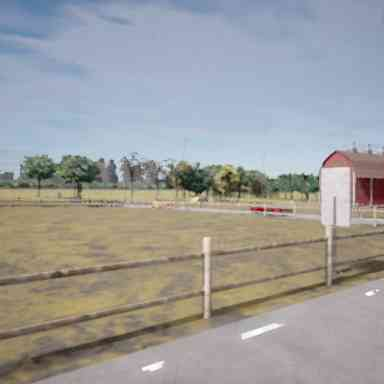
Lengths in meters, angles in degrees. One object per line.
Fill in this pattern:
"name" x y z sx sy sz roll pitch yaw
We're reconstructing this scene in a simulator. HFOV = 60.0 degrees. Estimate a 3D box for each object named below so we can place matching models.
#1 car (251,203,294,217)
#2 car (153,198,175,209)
"car" 8.670 1.911 36.074 1.895 1.301 4.718 0 0 -35
"car" -4.660 1.836 54.909 2.097 1.767 4.553 0 0 -35
